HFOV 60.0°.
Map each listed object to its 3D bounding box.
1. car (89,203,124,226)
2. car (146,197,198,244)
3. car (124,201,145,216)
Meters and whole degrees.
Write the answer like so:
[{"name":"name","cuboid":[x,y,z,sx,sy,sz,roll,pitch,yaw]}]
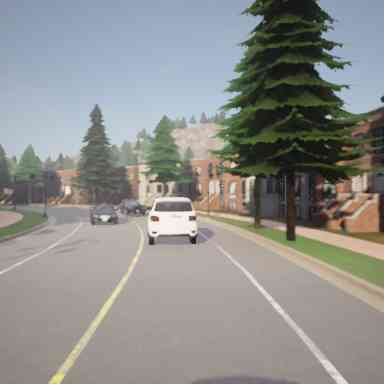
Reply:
[{"name":"car","cuboid":[-6.507,1.590,24.609,2.128,1.511,4.902,0,0,-17]},{"name":"car","cuboid":[-1.062,1.277,16.322,2.150,2.045,5.566,0,0,-7]},{"name":"car","cuboid":[-6.215,1.654,34.019,1.812,1.442,4.674,0,0,-25]}]
